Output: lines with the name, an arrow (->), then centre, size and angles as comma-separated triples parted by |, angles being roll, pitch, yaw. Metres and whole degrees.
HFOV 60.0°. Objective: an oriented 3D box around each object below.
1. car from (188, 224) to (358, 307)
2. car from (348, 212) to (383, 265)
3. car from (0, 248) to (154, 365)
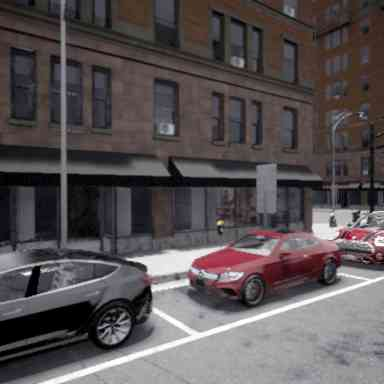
car -> 1.873, 1.569, 7.869 | 4.206, 1.307, 1.802 | 0, 0, -35
car -> 6.352, 1.415, 11.062 | 4.097, 1.590, 1.967 | 0, 0, -35
car -> -2.607, 1.565, 4.675 | 4.313, 1.339, 1.947 | 0, 0, -35
